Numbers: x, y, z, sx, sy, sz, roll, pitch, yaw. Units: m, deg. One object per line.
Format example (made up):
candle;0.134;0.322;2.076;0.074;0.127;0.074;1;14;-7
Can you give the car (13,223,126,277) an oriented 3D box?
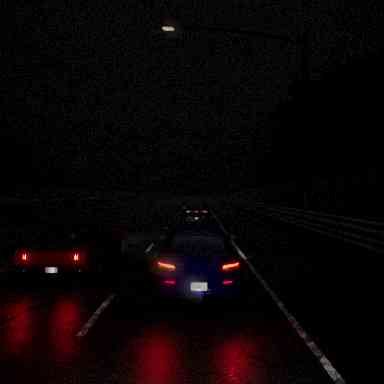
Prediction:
car;-3.359;1.597;10.249;1.895;1.301;4.718;0;0;1

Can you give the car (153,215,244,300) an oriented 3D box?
car;0.132;1.523;8.227;1.812;1.442;4.674;0;0;0

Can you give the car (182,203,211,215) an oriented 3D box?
car;0.333;1.502;24.031;2.128;1.511;4.902;0;0;1
